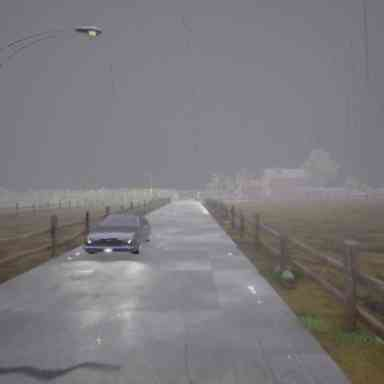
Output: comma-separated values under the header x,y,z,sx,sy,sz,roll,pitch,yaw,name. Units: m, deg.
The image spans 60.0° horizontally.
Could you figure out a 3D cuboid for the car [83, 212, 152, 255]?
x,y,z,sx,sy,sz,roll,pitch,yaw,name
-2.755,1.544,13.611,2.033,1.411,5.357,0,0,0,car
